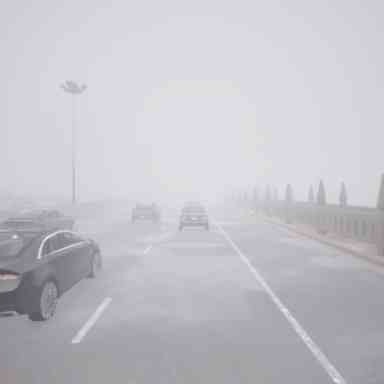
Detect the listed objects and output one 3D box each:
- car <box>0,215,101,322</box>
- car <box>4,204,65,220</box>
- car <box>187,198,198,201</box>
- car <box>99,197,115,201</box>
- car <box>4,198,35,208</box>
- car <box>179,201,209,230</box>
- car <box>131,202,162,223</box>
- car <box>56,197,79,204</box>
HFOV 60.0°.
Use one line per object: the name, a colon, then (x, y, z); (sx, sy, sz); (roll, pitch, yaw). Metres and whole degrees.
car: (-3.396, 1.492, 7.199); (2.128, 1.511, 4.902); (0, 0, 0)
car: (-6.894, 1.506, 15.418); (1.837, 1.490, 4.892); (0, 0, 0)
car: (0.119, 1.527, 42.448); (1.812, 1.442, 4.674); (0, 0, 0)
car: (-13.976, 1.501, 54.853); (2.128, 1.511, 4.902); (0, 0, 0)
car: (-21.024, 1.494, 40.688); (2.128, 1.511, 4.902); (0, 0, 1)
car: (0.110, 1.548, 21.226); (2.033, 1.411, 5.357); (0, 0, 0)
car: (-3.389, 1.493, 25.346); (2.128, 1.511, 4.902); (0, 0, 0)
car: (-17.498, 1.510, 46.814); (1.837, 1.490, 4.892); (0, -1, 0)
